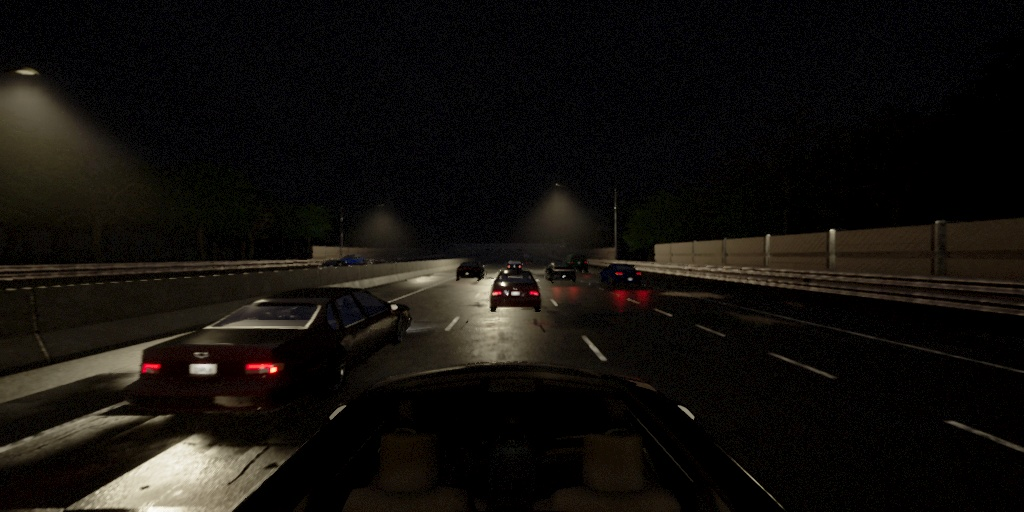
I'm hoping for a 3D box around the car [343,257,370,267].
[{"bbox_3d":[-17.399,1.146,42.147,2.128,1.511,4.902,0,0,1],"label":"car"}]

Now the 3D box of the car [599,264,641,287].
[{"bbox_3d":[7.173,1.226,23.979,1.812,1.442,4.674,0,0,1],"label":"car"}]

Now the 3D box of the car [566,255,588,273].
[{"bbox_3d":[7.283,0.874,41.428,2.150,2.045,5.566,0,-1,0],"label":"car"}]

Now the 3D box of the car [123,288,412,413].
[{"bbox_3d":[-3.394,1.285,6.455,2.033,1.411,5.357,0,0,0],"label":"car"}]

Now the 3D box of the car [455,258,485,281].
[{"bbox_3d":[-3.308,1.165,29.134,1.882,1.535,5.008,0,0,0],"label":"car"}]

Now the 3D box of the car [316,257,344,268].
[{"bbox_3d":[-20.901,1.178,42.000,1.812,1.442,4.674,0,0,1],"label":"car"}]

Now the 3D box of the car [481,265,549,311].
[{"bbox_3d":[0.122,1.268,14.240,2.033,1.411,5.357,0,0,0],"label":"car"}]

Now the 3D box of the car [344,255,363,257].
[{"bbox_3d":[-24.249,0.838,54.249,2.150,2.045,5.566,0,0,1],"label":"car"}]

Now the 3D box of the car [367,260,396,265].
[{"bbox_3d":[-13.925,1.260,39.930,1.895,1.301,4.718,0,0,1],"label":"car"}]

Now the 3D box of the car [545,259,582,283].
[{"bbox_3d":[3.578,1.185,26.927,2.128,1.511,4.902,0,0,0],"label":"car"}]

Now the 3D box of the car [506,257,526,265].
[{"bbox_3d":[0.281,1.203,41.549,2.033,1.411,5.357,0,0,0],"label":"car"}]
